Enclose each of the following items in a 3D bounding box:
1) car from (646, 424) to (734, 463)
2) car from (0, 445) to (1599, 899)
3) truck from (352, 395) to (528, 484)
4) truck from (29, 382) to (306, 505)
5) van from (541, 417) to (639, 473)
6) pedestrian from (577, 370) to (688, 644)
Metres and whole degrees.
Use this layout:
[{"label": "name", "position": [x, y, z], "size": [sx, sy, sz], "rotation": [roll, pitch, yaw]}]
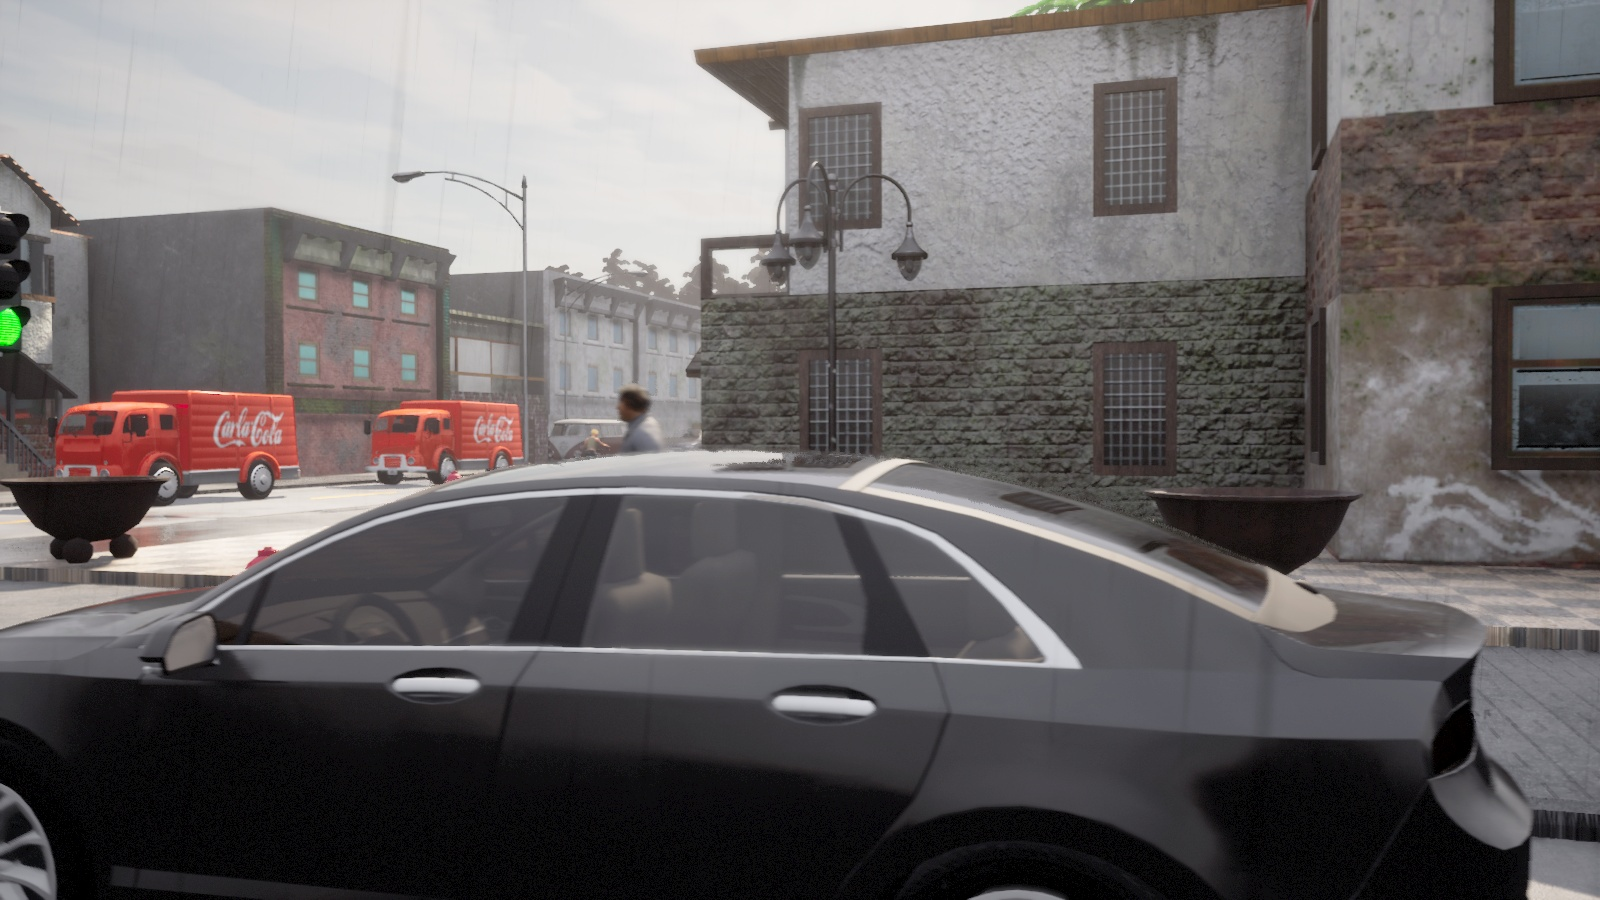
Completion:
[{"label": "car", "position": [-4.842, -0.332, 56.056], "size": [2.152, 1.651, 5.027], "rotation": [1, 1, 18]}, {"label": "car", "position": [-0.625, 0.765, 3.878], "size": [4.892, 1.490, 1.837], "rotation": [1, 1, 18]}, {"label": "truck", "position": [-10.689, -0.318, 37.792], "size": [2.627, 2.467, 5.204], "rotation": [1, 0, 18]}, {"label": "truck", "position": [-13.852, -0.181, 27.953], "size": [2.627, 2.467, 5.204], "rotation": [1, 1, 17]}, {"label": "van", "position": [-7.777, -0.224, 46.890], "size": [1.775, 1.987, 4.442], "rotation": [1, 1, 18]}, {"label": "pedestrian", "position": [-1.157, 0.381, 8.755], "size": [0.694, 1.848, 0.540], "rotation": [0, 1, 1]}]
